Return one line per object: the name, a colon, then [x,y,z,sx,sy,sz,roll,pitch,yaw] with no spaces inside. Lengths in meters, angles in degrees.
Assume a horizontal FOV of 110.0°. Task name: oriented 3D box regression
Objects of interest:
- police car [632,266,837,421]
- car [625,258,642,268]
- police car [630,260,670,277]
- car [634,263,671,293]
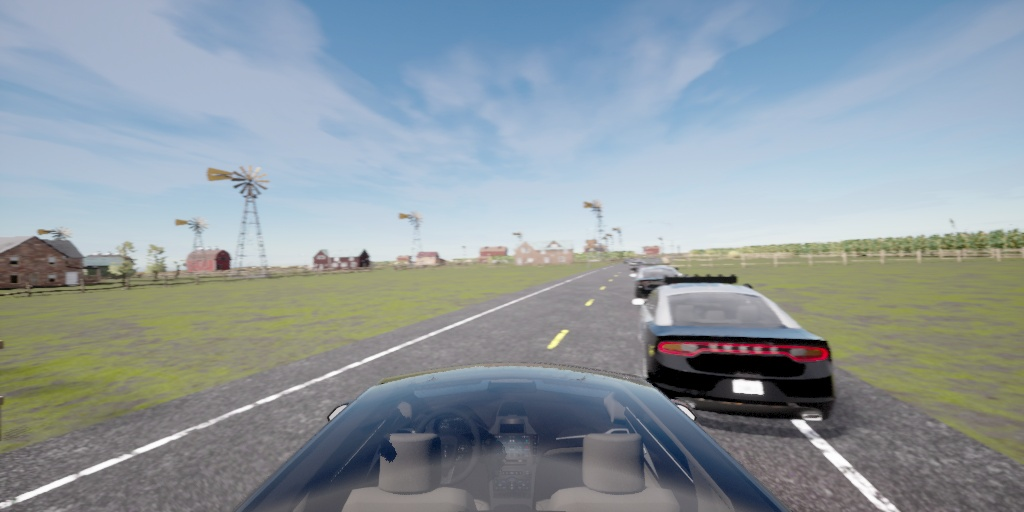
police car: [3.169,1.124,6.095,1.930,1.638,5.238,-2,-1,18]
car: [17.088,1.182,49.004,2.128,1.511,4.902,-2,-1,21]
police car: [6.273,1.126,15.570,1.930,1.638,5.238,-2,-1,18]
car: [8.151,1.225,21.134,1.812,1.442,4.674,-2,-1,19]
